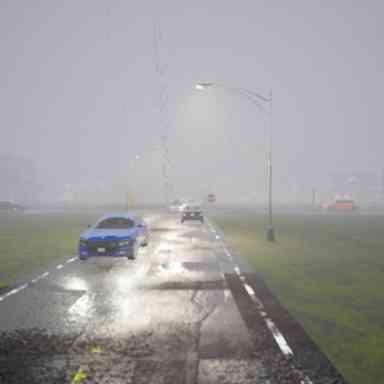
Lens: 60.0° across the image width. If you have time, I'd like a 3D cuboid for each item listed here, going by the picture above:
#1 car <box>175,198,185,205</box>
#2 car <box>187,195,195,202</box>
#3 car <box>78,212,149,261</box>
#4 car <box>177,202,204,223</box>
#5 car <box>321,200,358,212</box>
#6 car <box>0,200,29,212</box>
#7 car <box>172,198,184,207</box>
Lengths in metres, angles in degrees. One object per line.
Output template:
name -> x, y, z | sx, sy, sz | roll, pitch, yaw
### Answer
car -> -2.892, 2.193, 79.901 | 2.128, 1.511, 4.902 | 0, 0, 0
car -> -0.159, 2.277, 89.840 | 2.033, 1.411, 5.357 | 0, 0, 0
car -> -2.868, 1.592, 13.014 | 1.882, 1.535, 5.008 | 0, -1, 0
car -> 0.040, 1.788, 27.742 | 2.033, 1.411, 5.357 | 0, 0, 0
car -> 19.968, 1.808, 45.245 | 4.553, 1.767, 2.097 | 0, 0, 0
car -> -23.504, 1.805, 42.552 | 4.892, 1.490, 1.837 | 0, 0, 0
car -> -2.885, 2.052, 64.830 | 1.837, 1.490, 4.892 | 0, 0, 0
